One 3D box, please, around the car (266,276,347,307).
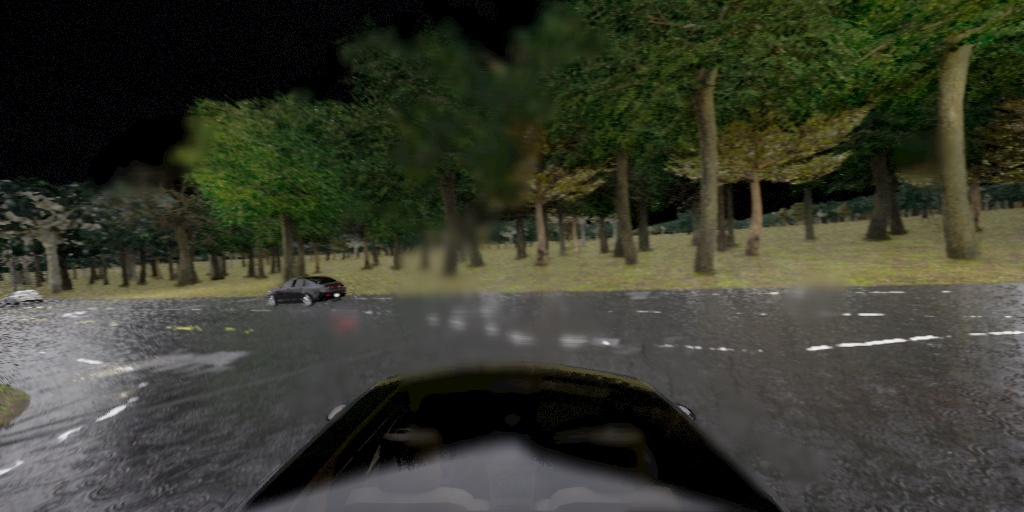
[{"bbox_3d":[-11.083,1.876,19.231,4.892,1.490,1.837,-4,2,25],"label":"car"}]
